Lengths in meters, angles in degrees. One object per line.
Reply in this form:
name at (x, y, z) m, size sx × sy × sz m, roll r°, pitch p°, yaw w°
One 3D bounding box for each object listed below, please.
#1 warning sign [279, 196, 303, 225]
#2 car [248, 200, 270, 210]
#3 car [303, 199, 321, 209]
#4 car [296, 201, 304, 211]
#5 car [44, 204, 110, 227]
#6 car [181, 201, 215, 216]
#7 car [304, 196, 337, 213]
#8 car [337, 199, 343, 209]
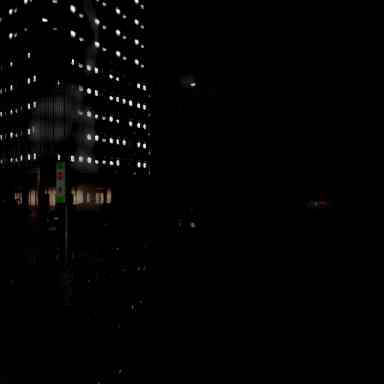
warning sign at (6.826, 1.251, 22.955) m, size 1.300 × 1.860 × 1.060 m, roll 0°, pitch 0°, yaw 34°
car at (10.319, 1.895, 50.878) m, size 2.033 × 1.411 × 5.357 m, roll 0°, pitch -1°, yaw 33°
car at (19.143, 1.879, 52.743) m, size 1.812 × 1.442 × 4.674 m, roll 0°, pitch 0°, yaw 31°
car at (14.128, 1.900, 44.679) m, size 1.895 × 1.301 × 4.718 m, roll 0°, pitch -1°, yaw 33°
car at (-8.054, 1.647, 23.700) m, size 1.837 × 1.490 × 4.892 m, roll 0°, pitch -1°, yaw 34°
car at (0.714, 1.719, 36.547) m, size 1.882 × 1.535 × 5.008 m, roll 0°, pitch -1°, yaw 34°
car at (16.412, 1.501, 42.237) m, size 2.150 × 2.045 × 5.566 m, roll 0°, pitch -1°, yaw 34°
car at (21.921, 1.816, 51.057) m, size 1.882 × 1.535 × 5.008 m, roll 0°, pitch 0°, yaw 31°
